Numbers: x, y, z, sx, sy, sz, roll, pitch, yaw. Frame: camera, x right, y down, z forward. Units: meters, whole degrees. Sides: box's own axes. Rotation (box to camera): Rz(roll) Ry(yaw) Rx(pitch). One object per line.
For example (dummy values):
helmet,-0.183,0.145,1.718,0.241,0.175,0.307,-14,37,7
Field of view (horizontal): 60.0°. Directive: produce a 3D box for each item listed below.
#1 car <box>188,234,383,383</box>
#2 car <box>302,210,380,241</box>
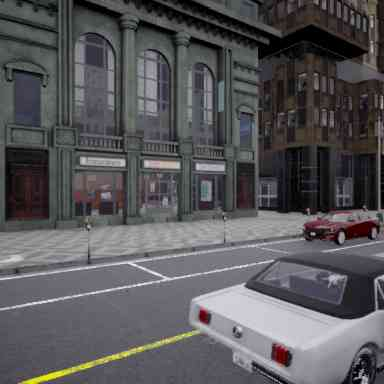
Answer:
car,2.370,1.601,5.004,4.718,1.301,1.895,0,0,-35
car,6.996,1.547,15.505,4.507,1.381,1.887,0,0,-35
